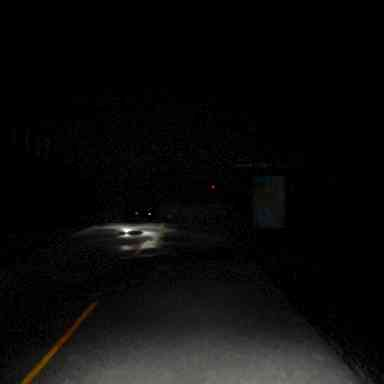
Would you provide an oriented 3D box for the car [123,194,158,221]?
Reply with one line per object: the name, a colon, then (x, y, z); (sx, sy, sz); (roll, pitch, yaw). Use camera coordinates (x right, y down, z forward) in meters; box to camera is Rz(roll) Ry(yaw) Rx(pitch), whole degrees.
car: (-3.998, 1.180, 26.889); (2.150, 2.045, 5.566); (0, 0, 0)
